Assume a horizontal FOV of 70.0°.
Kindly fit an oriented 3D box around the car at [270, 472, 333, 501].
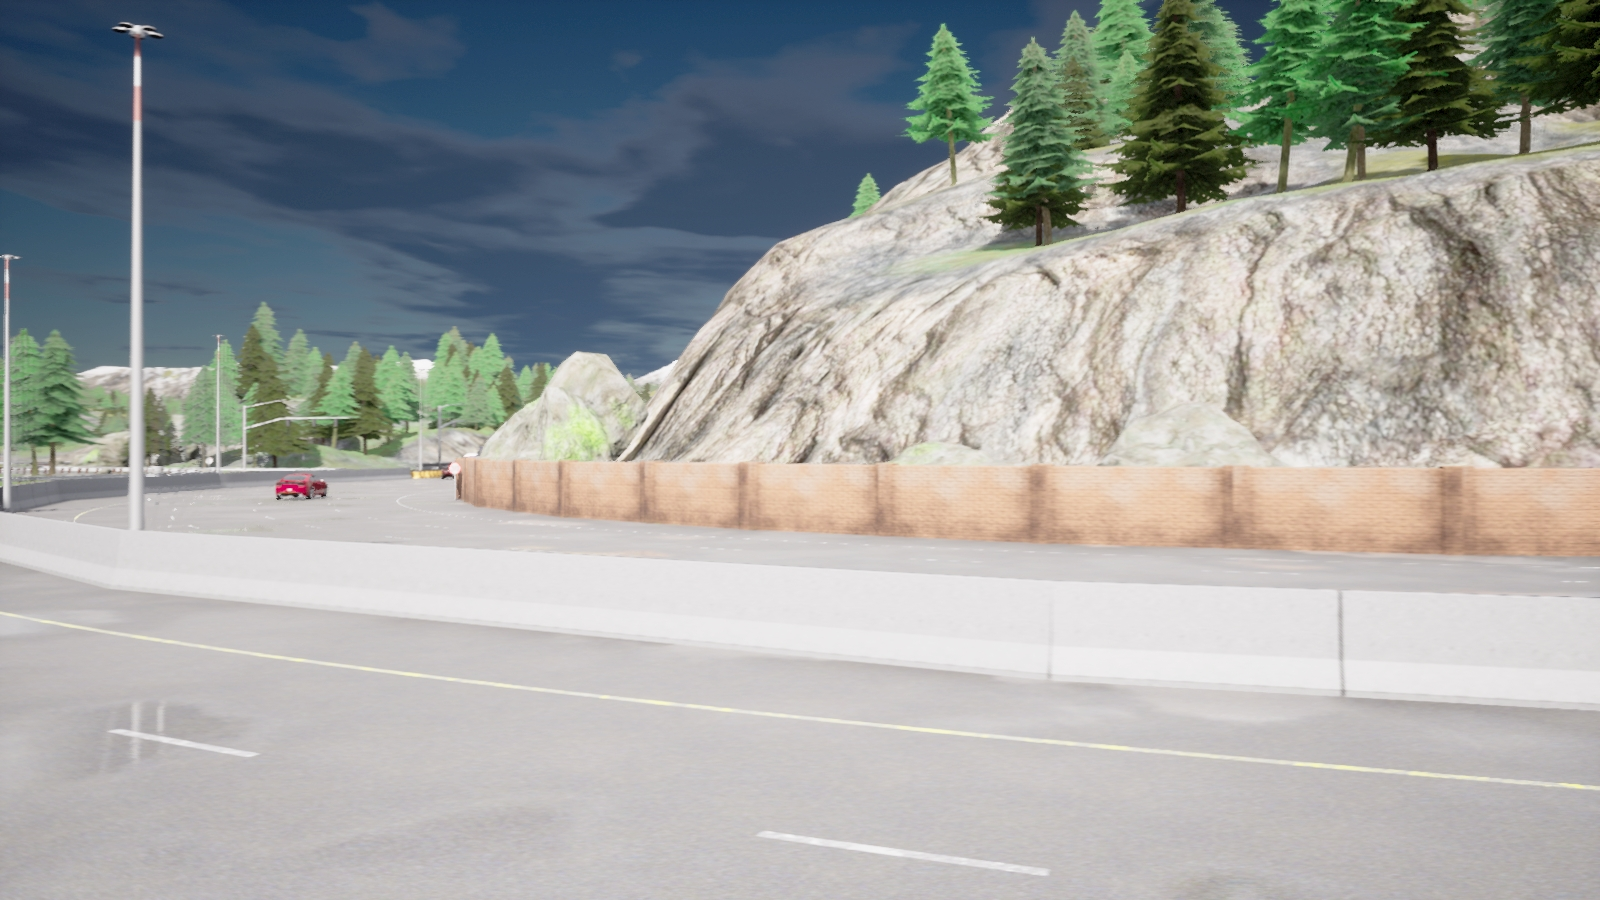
[{"bbox_3d":[-29.595,2.144,67.960,2.097,1.535,5.006,0,0,-7],"label":"car"}]
